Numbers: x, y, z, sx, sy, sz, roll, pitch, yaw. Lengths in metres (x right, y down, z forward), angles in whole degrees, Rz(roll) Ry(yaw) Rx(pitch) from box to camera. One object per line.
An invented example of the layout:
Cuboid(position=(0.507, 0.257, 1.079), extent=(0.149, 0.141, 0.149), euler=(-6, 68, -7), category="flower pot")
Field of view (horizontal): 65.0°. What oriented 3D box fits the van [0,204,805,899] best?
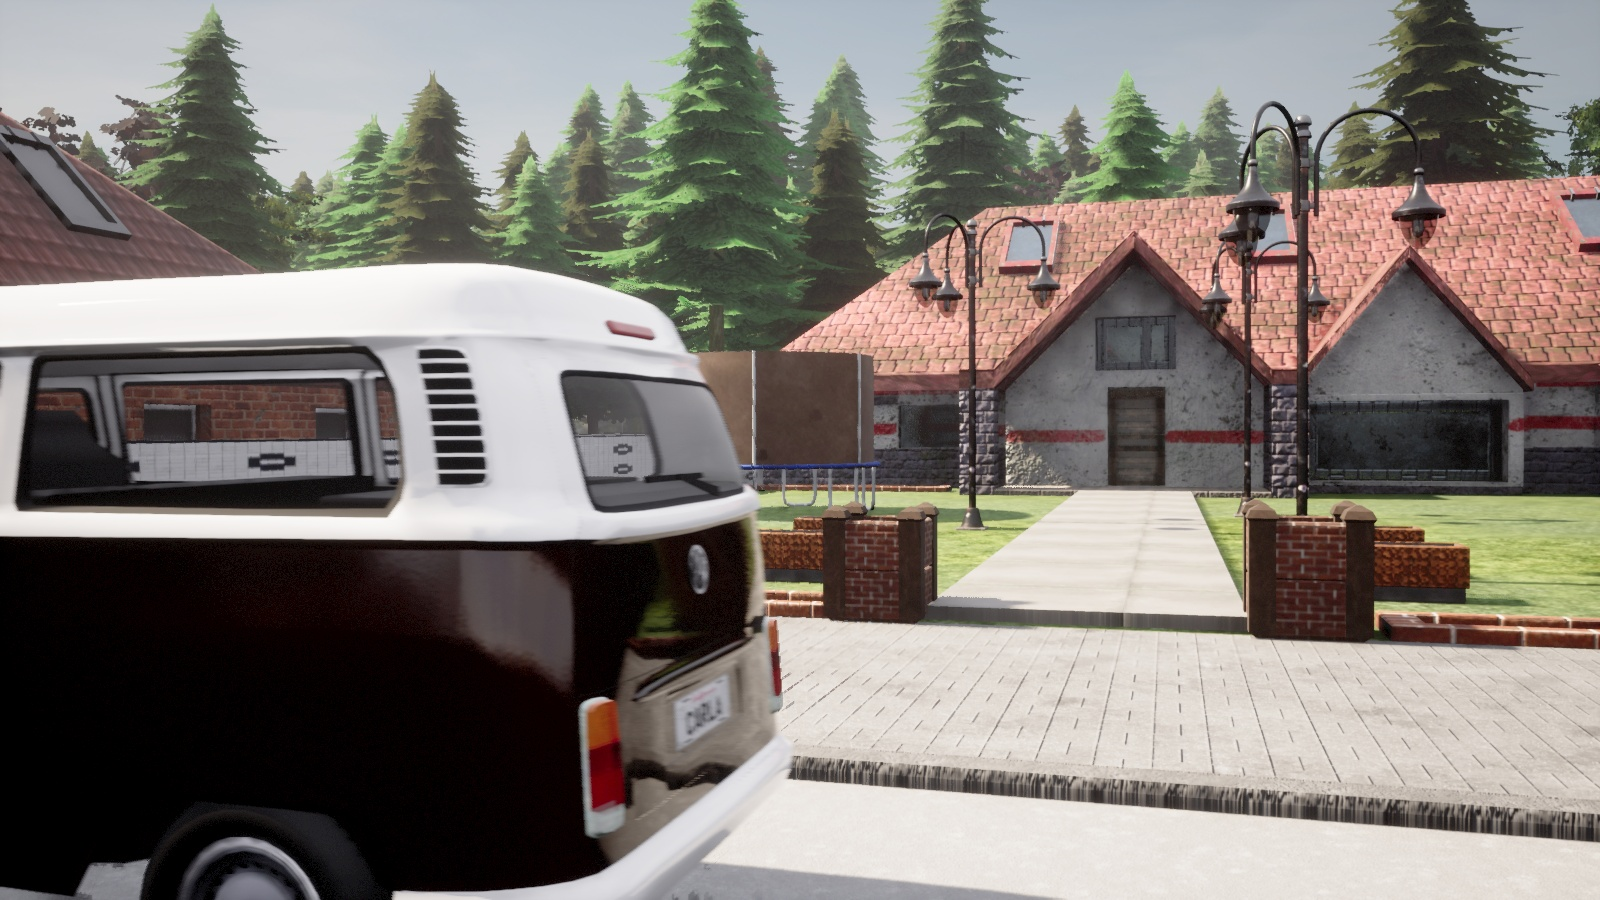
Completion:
Cuboid(position=(-2.426, 0.473, 4.259), extent=(4.480, 2.038, 2.069), euler=(0, 1, 16), category="van")
